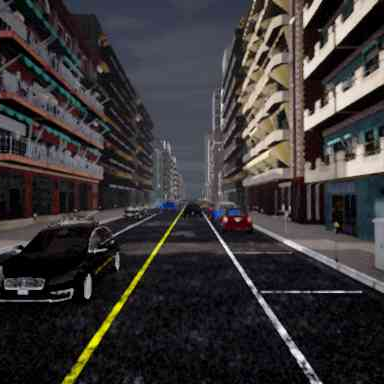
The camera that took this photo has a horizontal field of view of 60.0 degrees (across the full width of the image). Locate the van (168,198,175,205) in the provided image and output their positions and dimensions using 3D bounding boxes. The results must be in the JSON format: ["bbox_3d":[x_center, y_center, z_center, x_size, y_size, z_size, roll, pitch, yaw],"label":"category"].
[{"bbox_3d":[-5.682,2.619,93.388,1.690,1.788,3.998,0,-1,0],"label":"van"}]

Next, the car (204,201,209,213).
[{"bbox_3d":[2.697,2.058,38.144,1.887,1.381,4.507,0,-1,0],"label":"car"}]

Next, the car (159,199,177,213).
[{"bbox_3d":[-3.093,2.112,46.990,1.882,1.535,5.008,0,-1,0],"label":"car"}]

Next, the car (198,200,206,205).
[{"bbox_3d":[2.698,2.744,87.850,1.887,1.381,4.507,0,-1,0],"label":"car"}]

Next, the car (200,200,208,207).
[{"bbox_3d":[2.697,2.627,76.804,1.802,1.307,4.206,0,-1,0],"label":"car"}]

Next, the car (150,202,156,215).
[{"bbox_3d":[-5.683,2.065,38.157,2.008,1.369,4.403,1,-1,0],"label":"car"}]

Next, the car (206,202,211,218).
[{"bbox_3d":[2.698,1.983,32.620,1.887,1.381,4.507,0,-1,0],"label":"car"}]

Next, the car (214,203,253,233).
[{"bbox_3d":[2.699,1.730,21.576,1.967,1.590,4.097,1,-1,0],"label":"car"}]

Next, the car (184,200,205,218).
[{"bbox_3d":[0.094,1.959,35.744,1.882,1.535,5.008,0,-1,0],"label":"car"}]

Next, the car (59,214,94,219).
[{"bbox_3d":[-5.683,1.767,16.065,2.008,1.369,4.403,1,-1,0],"label":"car"}]

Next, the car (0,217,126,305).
[{"bbox_3d":[-3.103,1.621,8.514,1.837,1.490,4.892,0,-1,0],"label":"car"}]

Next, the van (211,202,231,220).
[{"bbox_3d":[2.700,1.705,27.100,1.690,1.788,3.998,1,-1,0],"label":"van"}]

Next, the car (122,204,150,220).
[{"bbox_3d":[-5.683,1.990,32.634,2.008,1.369,4.403,1,-1,0],"label":"car"}]

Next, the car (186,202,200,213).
[{"bbox_3d":[0.089,2.135,46.688,1.837,1.490,4.892,0,-1,0],"label":"car"}]

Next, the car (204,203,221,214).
[{"bbox_3d":[2.697,2.155,43.667,1.947,1.339,4.313,0,-1,0],"label":"car"}]

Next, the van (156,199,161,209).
[{"bbox_3d":[-5.681,2.157,60.250,1.690,1.788,3.998,1,-1,0],"label":"van"}]
